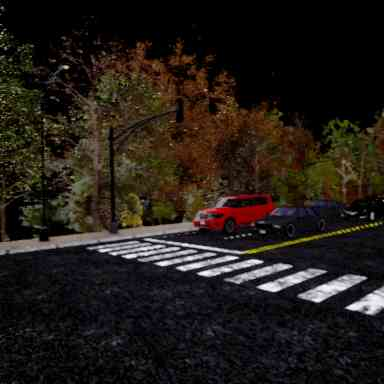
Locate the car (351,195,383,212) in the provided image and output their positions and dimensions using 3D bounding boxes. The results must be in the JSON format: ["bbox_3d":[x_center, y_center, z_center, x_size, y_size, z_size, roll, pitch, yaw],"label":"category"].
[{"bbox_3d":[17.662,1.089,32.713,4.892,1.490,1.837,-2,-1,-41],"label":"car"}]

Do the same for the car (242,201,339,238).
[{"bbox_3d":[5.304,1.446,17.472,5.357,1.411,2.033,-2,-1,-42],"label":"car"}]

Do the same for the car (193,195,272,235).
[{"bbox_3d":[2.614,1.225,19.442,5.566,2.045,2.150,-2,-1,-41],"label":"car"}]

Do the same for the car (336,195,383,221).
[{"bbox_3d":[12.536,1.202,23.863,4.892,1.490,1.837,-2,-1,-41],"label":"car"}]
